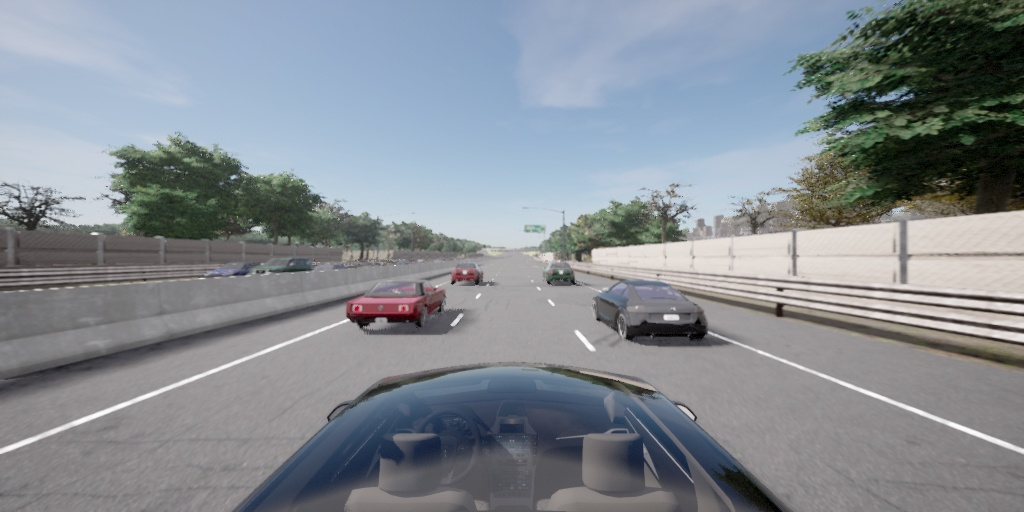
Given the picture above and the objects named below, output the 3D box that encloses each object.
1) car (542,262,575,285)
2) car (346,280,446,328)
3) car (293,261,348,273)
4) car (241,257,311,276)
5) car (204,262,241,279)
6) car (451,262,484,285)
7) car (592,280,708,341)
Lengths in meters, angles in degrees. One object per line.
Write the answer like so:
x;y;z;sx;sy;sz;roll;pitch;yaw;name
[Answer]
3.582;1.244;28.144;2.097;1.767;4.553;0;0;0;car
-3.408;1.408;11.582;1.895;1.301;4.718;0;0;0;car
-14.112;1.369;27.477;1.882;1.535;5.008;0;0;0;car
-17.611;1.115;27.762;2.150;2.045;5.566;0;0;0;car
-21.110;1.244;27.687;2.097;1.767;4.553;0;0;0;car
-3.417;1.245;28.132;2.097;1.767;4.553;0;0;0;car
3.590;1.362;10.074;1.994;1.385;4.181;0;0;0;car
